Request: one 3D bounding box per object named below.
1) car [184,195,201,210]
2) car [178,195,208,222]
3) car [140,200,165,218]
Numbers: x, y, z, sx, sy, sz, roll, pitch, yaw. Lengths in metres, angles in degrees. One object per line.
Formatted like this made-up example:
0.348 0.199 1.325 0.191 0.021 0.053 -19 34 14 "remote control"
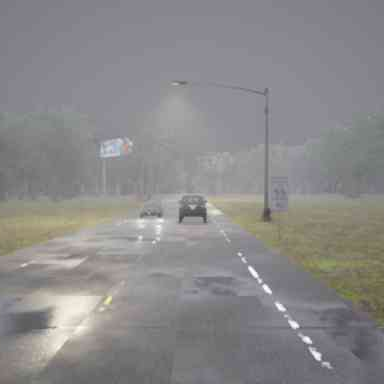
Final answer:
0.083 1.299 42.950 2.097 1.767 4.553 0 0 0 "car"
0.073 1.266 26.871 2.150 2.045 5.566 0 0 0 "car"
-3.549 1.542 30.237 1.837 1.490 4.892 0 0 1 "car"
